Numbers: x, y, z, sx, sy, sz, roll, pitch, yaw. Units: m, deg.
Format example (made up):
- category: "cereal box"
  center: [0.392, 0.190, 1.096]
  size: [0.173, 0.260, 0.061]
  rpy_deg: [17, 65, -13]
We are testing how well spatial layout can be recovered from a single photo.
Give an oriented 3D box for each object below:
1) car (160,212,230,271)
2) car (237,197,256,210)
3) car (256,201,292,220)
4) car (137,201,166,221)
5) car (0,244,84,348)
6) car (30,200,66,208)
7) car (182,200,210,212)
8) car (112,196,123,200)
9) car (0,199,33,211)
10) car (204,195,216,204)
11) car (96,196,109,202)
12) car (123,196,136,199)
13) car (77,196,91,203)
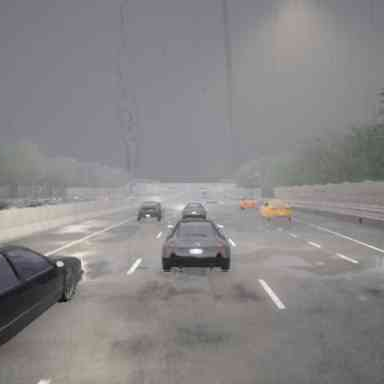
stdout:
- category: "car"
  center: [0.119, 1.571, 10.967]
  size: [1.994, 1.385, 4.181]
  rpy_deg: [0, 0, 0]
- category: "car"
  center: [7.277, 1.430, 43.969]
  size: [2.097, 1.767, 4.553]
  rpy_deg: [0, 0, 1]
- category: "car"
  center: [6.996, 1.513, 28.120]
  size: [1.882, 1.535, 5.008]
  rpy_deg: [0, 0, 2]
- category: "car"
  center: [-3.311, 1.538, 27.492]
  size: [1.837, 1.490, 4.892]
  rpy_deg: [0, 0, 0]
- category: "car"
  center: [-3.393, 1.549, 5.170]
  size: [2.033, 1.411, 5.357]
  rpy_deg: [0, 0, 0]
- category: "car"
  center: [-13.965, 1.647, 33.494]
  size: [1.895, 1.301, 4.718]
  rpy_deg: [0, 0, 0]
- category: "car"
  center: [0.193, 1.599, 28.049]
  size: [1.994, 1.385, 4.181]
  rpy_deg: [0, 0, 0]
- category: "car"
  center: [-16.888, 1.674, 75.873]
  size: [1.994, 1.385, 4.181]
  rpy_deg: [0, 0, 1]
- category: "car"
  center: [-17.451, 1.541, 34.906]
  size: [2.128, 1.511, 4.902]
  rpy_deg: [0, 0, 1]
- category: "car"
  center: [4.017, 1.753, 69.393]
  size: [1.895, 1.301, 4.718]
  rpy_deg: [0, 0, 1]
- category: "car"
  center: [-20.388, 1.598, 75.930]
  size: [1.882, 1.535, 5.008]
  rpy_deg: [0, 0, 1]
- category: "car"
  center: [-13.416, 1.658, 74.026]
  size: [1.812, 1.442, 4.674]
  rpy_deg: [0, 0, 1]
- category: "car"
  center: [-23.921, 1.659, 73.776]
  size: [2.128, 1.511, 4.902]
  rpy_deg: [0, 0, 1]
